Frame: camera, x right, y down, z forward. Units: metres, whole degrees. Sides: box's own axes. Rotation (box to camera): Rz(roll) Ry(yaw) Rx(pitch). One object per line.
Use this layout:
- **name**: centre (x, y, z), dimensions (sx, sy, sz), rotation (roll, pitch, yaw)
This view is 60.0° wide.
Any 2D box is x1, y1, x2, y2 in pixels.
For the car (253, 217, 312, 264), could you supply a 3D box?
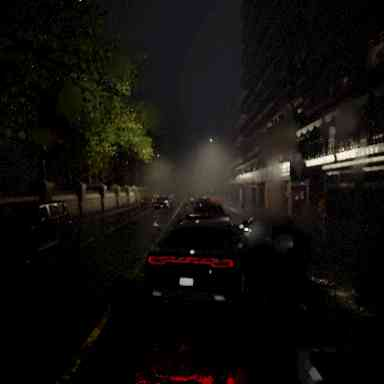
- **car**: centre (2.665, 1.486, 11.363), dimensions (1.947, 1.339, 4.313), rotation (0, 0, 0)

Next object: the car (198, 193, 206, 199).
- **car**: centre (2.503, 1.042, 84.554), dimensions (1.947, 1.339, 4.313), rotation (0, 0, 0)

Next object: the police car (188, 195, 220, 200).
- **police car**: centre (0.847, 1.259, 24.228), dimensions (1.930, 1.638, 5.238), rotation (0, 0, 0)

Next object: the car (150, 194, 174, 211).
- **car**: centre (-3.155, 1.258, 37.058), dimensions (1.837, 1.490, 4.892), rotation (0, 0, 0)

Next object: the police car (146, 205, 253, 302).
- **police car**: centre (0.425, 1.366, 8.414), dimensions (1.930, 1.638, 5.238), rotation (0, 0, 12)

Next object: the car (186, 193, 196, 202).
- **car**: centre (-0.139, 1.070, 63.734), dimensions (1.882, 1.535, 5.008), rotation (0, 0, 0)

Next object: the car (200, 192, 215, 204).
- **car**: centre (2.564, 0.951, 56.401), dimensions (2.192, 1.841, 5.009), rotation (0, 0, 0)

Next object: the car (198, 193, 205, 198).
- **car**: centre (2.490, 0.972, 90.355), dimensions (1.752, 1.417, 4.829), rotation (0, 0, 0)

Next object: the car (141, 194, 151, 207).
- **car**: centre (-5.791, 1.143, 45.124), dimensions (1.967, 1.590, 4.097), rotation (0, 0, 0)

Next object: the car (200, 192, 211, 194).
- **car**: centre (2.578, 1.109, 50.771), dimensions (1.967, 1.590, 4.097), rotation (0, 0, 0)

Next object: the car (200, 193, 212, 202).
- **car**: centre (2.553, 1.042, 62.032), dimensions (1.967, 1.590, 4.097), rotation (0, 0, 0)

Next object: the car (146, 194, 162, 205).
- **car**: centre (-5.803, 1.109, 50.752), dimensions (1.967, 1.590, 4.097), rotation (0, 0, 0)

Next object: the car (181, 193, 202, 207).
- **car**: centre (-0.078, 1.250, 45.063), dimensions (2.033, 1.411, 5.357), rotation (0, 0, 0)

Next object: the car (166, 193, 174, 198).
- **car**: centre (-5.890, 0.974, 89.995), dimensions (1.752, 1.417, 4.829), rotation (0, 0, 0)

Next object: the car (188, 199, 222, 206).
- **car**: centre (0.861, 1.352, 18.118), dimensions (1.882, 1.535, 5.008), rotation (0, 0, 0)

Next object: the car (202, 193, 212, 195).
- **car**: centre (2.590, 1.247, 45.143), dimensions (1.887, 1.381, 4.507), rotation (0, 0, 0)

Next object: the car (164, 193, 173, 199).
- **car**: centre (-5.877, 1.028, 84.534), dimensions (2.008, 1.369, 4.403), rotation (0, 0, 0)

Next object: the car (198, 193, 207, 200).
- **car**: centre (2.515, 0.947, 78.922), dimensions (1.967, 1.590, 4.097), rotation (0, 0, 0)

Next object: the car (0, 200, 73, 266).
- **car**: centre (-5.715, 1.235, 11.343), dimensions (2.192, 1.841, 5.009), rotation (0, 0, 0)
